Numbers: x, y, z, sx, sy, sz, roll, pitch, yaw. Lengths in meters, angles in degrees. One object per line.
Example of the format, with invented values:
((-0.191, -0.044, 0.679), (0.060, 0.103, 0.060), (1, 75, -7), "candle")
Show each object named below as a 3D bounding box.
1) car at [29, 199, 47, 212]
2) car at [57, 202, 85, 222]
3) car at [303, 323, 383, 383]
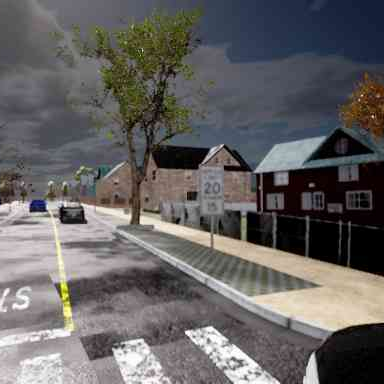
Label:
((-19.292, 1.646, 41.687), (1.882, 1.535, 5.008), (0, 0, -24), "car")
((-10.016, 1.576, 27.572), (2.128, 1.511, 4.902), (0, 0, -24), "car")
((3.293, 1.581, 2.069), (4.902, 1.511, 2.128), (3, 0, 17), "car")
